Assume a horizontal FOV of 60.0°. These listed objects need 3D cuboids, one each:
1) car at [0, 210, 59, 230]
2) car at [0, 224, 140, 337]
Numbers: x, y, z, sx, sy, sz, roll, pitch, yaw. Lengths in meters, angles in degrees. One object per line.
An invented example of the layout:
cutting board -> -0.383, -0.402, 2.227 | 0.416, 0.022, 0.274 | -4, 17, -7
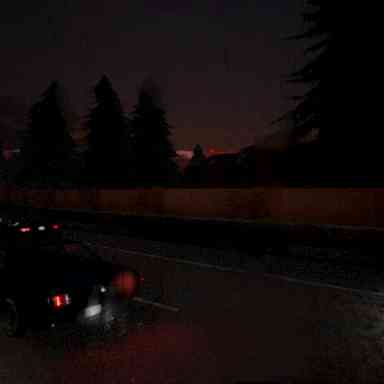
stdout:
car -> -7.927, 1.508, 15.109 | 5.357, 1.411, 2.033 | 0, 0, 42
car -> -3.305, 1.585, 6.649 | 4.718, 1.301, 1.895 | 0, 0, 38
